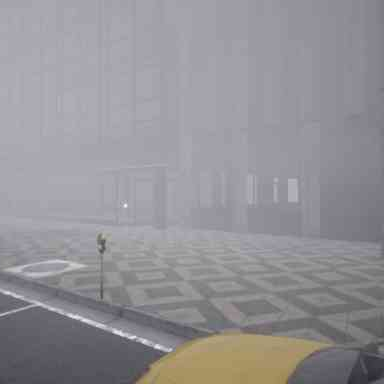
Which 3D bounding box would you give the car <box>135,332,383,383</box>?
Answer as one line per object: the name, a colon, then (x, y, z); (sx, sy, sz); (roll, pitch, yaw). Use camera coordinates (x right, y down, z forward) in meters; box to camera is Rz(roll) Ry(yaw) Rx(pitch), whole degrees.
car: (1.630, 1.525, 1.920); (4.829, 1.417, 1.752); (0, 0, 36)
